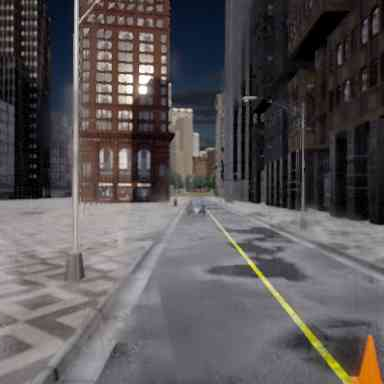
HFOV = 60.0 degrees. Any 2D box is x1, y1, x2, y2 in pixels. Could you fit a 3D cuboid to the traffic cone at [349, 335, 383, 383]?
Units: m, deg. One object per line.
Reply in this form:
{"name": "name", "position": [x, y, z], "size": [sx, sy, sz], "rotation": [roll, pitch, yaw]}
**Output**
{"name": "traffic cone", "position": [2.084, 1.972, 3.891], "size": [0.340, 0.580, 0.340], "rotation": [0, 0, 0]}

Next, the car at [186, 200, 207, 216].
{"name": "car", "position": [0.441, 1.588, 33.839], "size": [2.128, 1.511, 4.902], "rotation": [0, 0, 0]}
